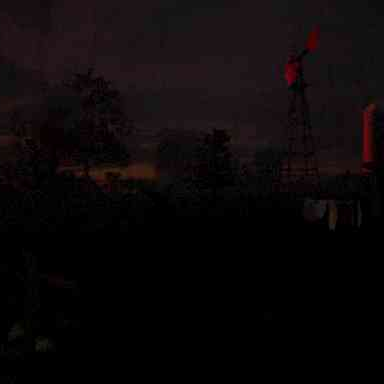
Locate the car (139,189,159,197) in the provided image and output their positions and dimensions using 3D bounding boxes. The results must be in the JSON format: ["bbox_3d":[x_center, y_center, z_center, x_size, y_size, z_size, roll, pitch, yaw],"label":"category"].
[{"bbox_3d":[-8.475,0.244,65.212,1.837,1.490,4.892,1,1,36],"label":"car"}]
